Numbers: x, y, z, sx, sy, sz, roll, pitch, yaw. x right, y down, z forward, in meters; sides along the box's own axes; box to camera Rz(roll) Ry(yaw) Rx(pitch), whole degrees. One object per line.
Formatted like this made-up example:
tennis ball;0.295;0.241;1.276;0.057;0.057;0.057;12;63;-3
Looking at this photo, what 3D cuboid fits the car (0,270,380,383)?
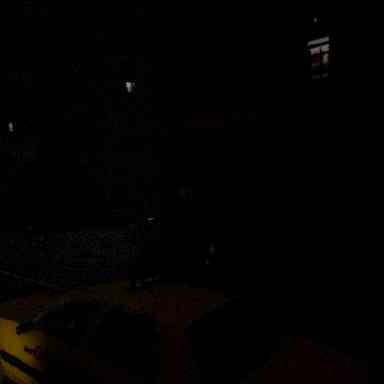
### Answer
car;-0.691;1.525;3.547;4.829;1.417;1.752;0;-1;35
